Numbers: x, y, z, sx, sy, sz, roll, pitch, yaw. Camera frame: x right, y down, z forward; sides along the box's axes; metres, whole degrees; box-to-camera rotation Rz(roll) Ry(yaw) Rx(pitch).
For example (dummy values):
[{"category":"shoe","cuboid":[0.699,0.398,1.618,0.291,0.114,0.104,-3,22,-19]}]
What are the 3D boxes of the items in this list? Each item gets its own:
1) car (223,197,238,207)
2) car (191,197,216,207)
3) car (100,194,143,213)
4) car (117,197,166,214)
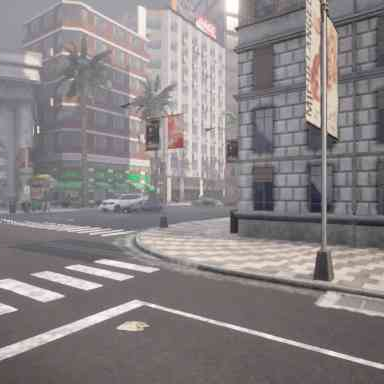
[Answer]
[{"category":"car","cuboid":[6.850,1.477,50.795,5.008,1.535,1.882,0,0,-44]},{"category":"car","cuboid":[1.824,1.525,50.402,1.812,1.442,4.674,0,0,41]},{"category":"car","cuboid":[-7.801,1.219,37.865,2.150,2.045,5.566,0,0,36]},{"category":"car","cuboid":[-5.085,1.546,35.673,2.033,1.411,5.357,0,0,36]}]
